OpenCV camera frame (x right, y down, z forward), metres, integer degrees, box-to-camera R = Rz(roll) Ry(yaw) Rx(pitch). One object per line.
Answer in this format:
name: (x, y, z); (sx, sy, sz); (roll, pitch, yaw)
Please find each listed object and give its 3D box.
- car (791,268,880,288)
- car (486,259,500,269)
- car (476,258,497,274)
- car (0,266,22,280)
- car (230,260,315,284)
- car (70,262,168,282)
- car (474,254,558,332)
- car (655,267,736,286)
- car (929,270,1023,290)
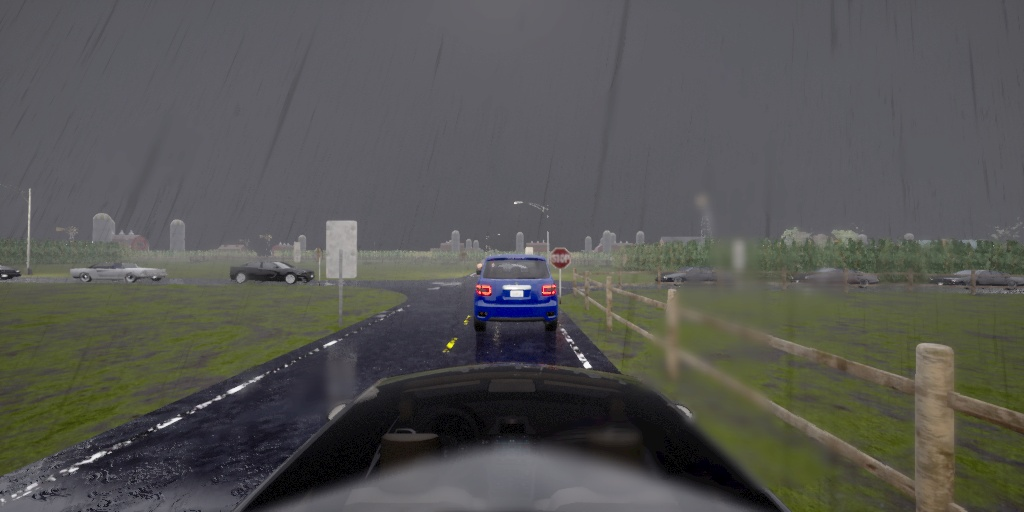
car: (23.987, 1.612, 26.656); (5.357, 1.411, 2.033); (1, -1, 0)
car: (-2.921, 1.202, 55.480); (1.882, 1.535, 5.008); (0, 0, 0)
car: (-2.914, 1.090, 41.785); (2.097, 1.767, 4.553); (0, 0, 0)
car: (-36.271, 0.905, 23.818); (5.357, 1.411, 2.033); (1, -1, 0)
car: (-15.788, 1.047, 23.803); (5.008, 1.535, 1.882); (1, -1, -1)
car: (-25.919, 1.063, 23.796); (4.718, 1.301, 1.895); (1, -1, 0)
car: (0.060, 0.973, 11.048); (2.150, 2.045, 5.566); (0, 0, -1)
car: (13.577, 1.489, 26.655); (5.357, 1.411, 2.033); (1, -1, -1)
car: (34.563, 1.740, 26.631); (5.357, 1.411, 2.033); (1, -1, 0)
